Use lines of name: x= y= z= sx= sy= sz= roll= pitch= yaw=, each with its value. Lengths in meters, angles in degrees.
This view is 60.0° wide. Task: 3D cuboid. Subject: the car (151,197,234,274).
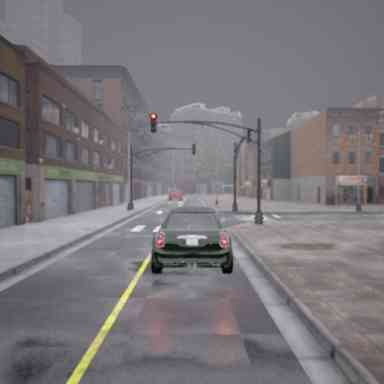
car: x=0.016 y=1.209 z=10.237 sx=2.097 sy=1.767 sz=4.553 roll=0 pitch=1 yaw=0

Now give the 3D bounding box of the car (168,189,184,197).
car: x=-2.778 y=0.473 z=56.085 sx=2.150 sy=2.045 sz=5.566 roll=0 pitch=1 yaw=0

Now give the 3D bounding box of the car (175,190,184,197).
car: x=-2.699 y=0.241 z=71.631 sx=1.837 sy=1.490 sz=4.892 roll=0 pitch=1 yaw=0
